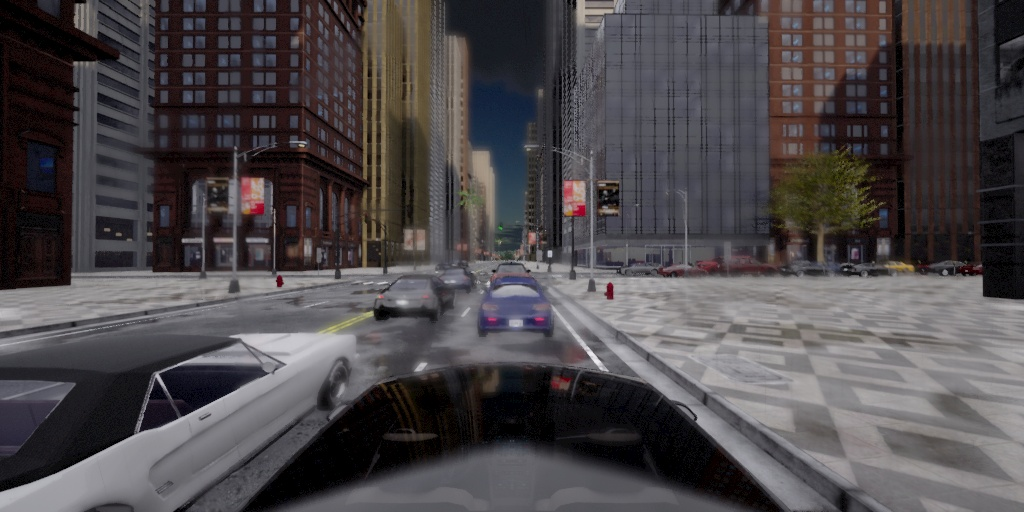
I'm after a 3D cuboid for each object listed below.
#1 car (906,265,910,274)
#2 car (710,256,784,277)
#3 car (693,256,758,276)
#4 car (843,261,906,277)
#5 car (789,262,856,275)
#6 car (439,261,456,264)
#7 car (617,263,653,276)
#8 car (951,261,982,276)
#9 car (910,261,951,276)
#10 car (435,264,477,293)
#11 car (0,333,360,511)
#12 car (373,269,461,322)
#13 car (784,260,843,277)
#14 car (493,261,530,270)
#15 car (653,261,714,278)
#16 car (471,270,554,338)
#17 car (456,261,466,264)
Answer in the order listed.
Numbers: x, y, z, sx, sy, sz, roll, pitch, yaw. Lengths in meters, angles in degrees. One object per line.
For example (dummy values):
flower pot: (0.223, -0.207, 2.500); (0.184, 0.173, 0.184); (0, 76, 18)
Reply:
car: (43.124, 1.289, 41.059); (4.829, 1.417, 1.751); (0, 0, -1)
car: (20.890, 1.036, 32.140); (5.009, 1.841, 2.192); (0, 0, -1)
car: (22.509, 1.006, 37.947); (5.566, 2.045, 2.150); (0, -1, -1)
car: (32.163, 1.255, 32.339); (4.313, 1.339, 1.948); (0, 0, -1)
car: (32.885, 1.303, 38.118); (5.357, 1.411, 2.033); (0, -1, -1)
car: (-9.951, 1.539, 52.705); (1.994, 1.385, 4.181); (0, 0, 0)
car: (13.206, 1.380, 37.781); (4.181, 1.385, 1.994); (0, -1, -1)
car: (43.439, 1.209, 32.539); (4.507, 1.381, 1.888); (0, 0, -1)
car: (42.728, 1.201, 35.152); (4.892, 1.490, 1.837); (0, -1, -1)
car: (-3.193, 1.355, 21.368); (1.994, 1.385, 4.181); (0, 0, 0)
car: (-3.157, 1.351, 3.156); (1.895, 1.301, 4.718); (0, 0, 0)
car: (-3.174, 1.326, 12.417); (1.994, 1.385, 4.181); (0, 0, 0)
car: (26.526, 1.271, 32.239); (4.313, 1.339, 1.948); (0, 0, -1)
car: (-0.032, 1.135, 19.559); (2.097, 1.767, 4.553); (0, 0, 0)
car: (15.251, 1.323, 32.040); (4.207, 1.307, 1.802); (0, 0, -1)
car: (0.087, 1.283, 10.035); (1.812, 1.442, 4.674); (0, 0, 0)
car: (-9.950, 1.538, 62.991); (2.128, 1.511, 4.902); (0, 0, 0)
